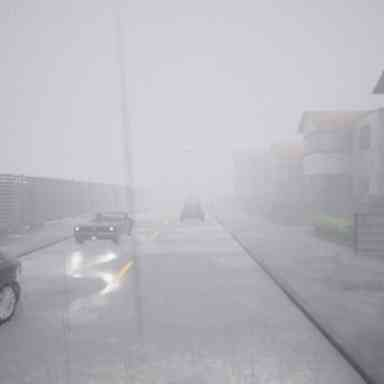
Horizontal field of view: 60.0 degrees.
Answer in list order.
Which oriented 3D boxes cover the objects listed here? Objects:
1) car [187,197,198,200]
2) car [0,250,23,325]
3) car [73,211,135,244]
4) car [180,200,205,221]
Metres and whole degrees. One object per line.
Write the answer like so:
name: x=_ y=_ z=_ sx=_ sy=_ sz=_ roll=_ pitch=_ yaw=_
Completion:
car: x=0.064 y=1.426 z=44.289 sx=2.097 sy=1.767 sz=4.553 roll=0 pitch=0 yaw=0
car: x=-4.090 y=1.514 z=4.331 sx=1.837 sy=1.490 sz=4.892 roll=0 pitch=-1 yaw=0
car: x=-4.082 y=1.628 z=16.073 sx=1.895 sy=1.301 sz=4.718 roll=0 pitch=0 yaw=0
car: x=0.027 y=1.611 z=27.764 sx=1.994 sy=1.385 sz=4.181 roll=0 pitch=0 yaw=1
